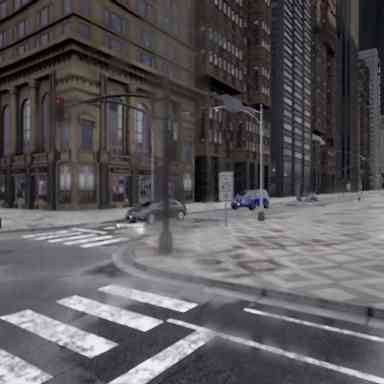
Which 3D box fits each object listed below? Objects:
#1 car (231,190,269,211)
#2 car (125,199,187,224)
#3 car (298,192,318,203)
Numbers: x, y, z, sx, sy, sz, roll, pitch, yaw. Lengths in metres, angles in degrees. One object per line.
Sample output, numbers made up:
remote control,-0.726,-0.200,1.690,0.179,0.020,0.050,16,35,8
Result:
car,6.077,0.790,34.197,2.150,2.045,5.566,0,1,36
car,-2.311,1.265,22.452,1.837,1.490,4.892,0,1,37
car,17.426,0.803,49.881,2.128,1.511,4.902,0,1,36
